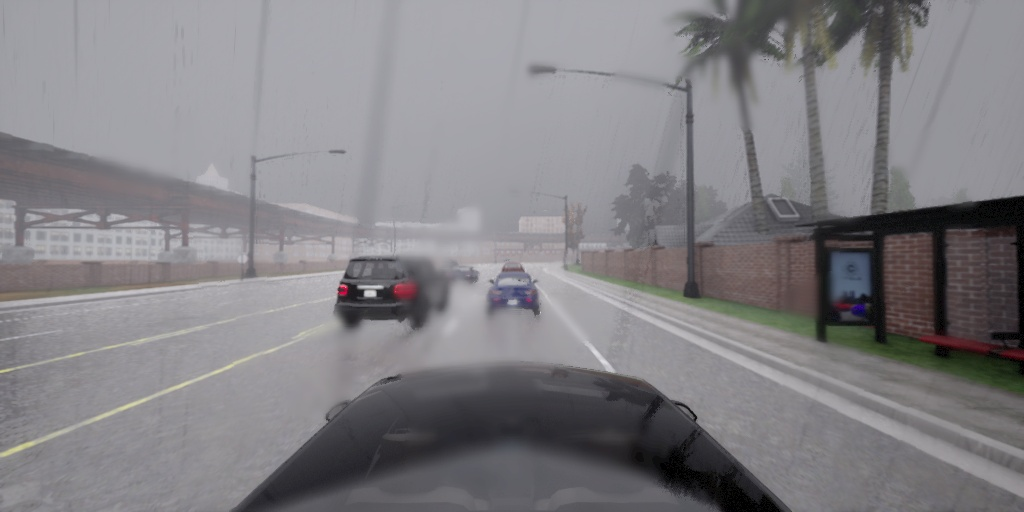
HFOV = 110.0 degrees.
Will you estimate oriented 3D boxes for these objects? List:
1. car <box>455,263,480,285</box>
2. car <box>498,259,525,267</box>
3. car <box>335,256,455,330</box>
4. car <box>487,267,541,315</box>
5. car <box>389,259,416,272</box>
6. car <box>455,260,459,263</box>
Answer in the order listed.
[{"bbox_3d":[-3.438,1.381,26.048,1.895,1.301,4.718,0,0,0],"label":"car"},{"bbox_3d":[0.081,1.253,29.528,1.882,1.535,5.008,0,0,0],"label":"car"},{"bbox_3d":[-3.435,1.011,11.395,2.150,2.045,5.566,0,0,0],"label":"car"},{"bbox_3d":[0.072,1.318,13.705,1.812,1.442,4.674,0,0,0],"label":"car"},{"bbox_3d":[-14.000,1.224,46.202,1.882,1.535,5.008,0,0,1],"label":"car"},{"bbox_3d":[-9.793,1.228,56.267,2.128,1.511,4.902,0,0,9],"label":"car"}]
